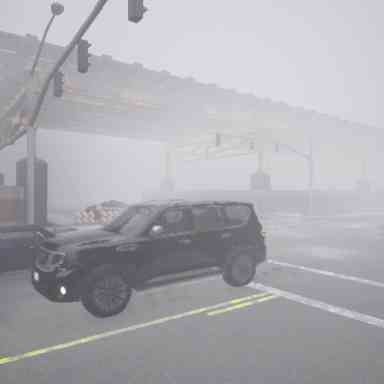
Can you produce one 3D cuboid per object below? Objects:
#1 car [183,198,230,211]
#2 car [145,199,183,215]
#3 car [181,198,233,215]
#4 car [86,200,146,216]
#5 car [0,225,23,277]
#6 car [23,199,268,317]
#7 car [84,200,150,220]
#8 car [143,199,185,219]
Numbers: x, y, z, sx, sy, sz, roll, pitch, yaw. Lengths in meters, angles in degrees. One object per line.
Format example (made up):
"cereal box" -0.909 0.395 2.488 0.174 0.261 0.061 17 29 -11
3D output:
"car" 1.423 1.295 34.042 4.536 1.218 1.853 0 0 -7
"car" -2.424 1.295 30.343 1.853 1.218 4.536 0 0 18
"car" 1.475 1.453 34.049 4.974 1.542 2.038 0 0 -7
"car" -6.239 1.295 27.619 4.536 1.218 1.853 0 0 8
"car" -5.074 1.601 8.970 4.718 1.301 1.895 0 0 -35
"car" -0.653 1.221 7.822 5.566 2.045 2.150 0 0 -35
"car" -6.188 1.453 27.612 4.974 1.542 2.038 0 0 8
"car" -2.440 1.453 30.293 2.038 1.542 4.974 0 0 18
